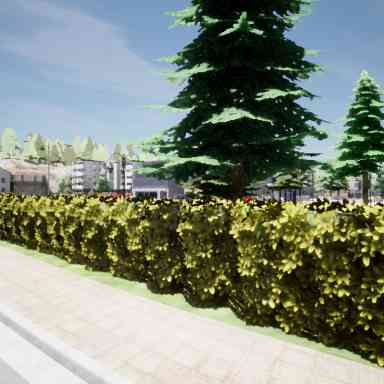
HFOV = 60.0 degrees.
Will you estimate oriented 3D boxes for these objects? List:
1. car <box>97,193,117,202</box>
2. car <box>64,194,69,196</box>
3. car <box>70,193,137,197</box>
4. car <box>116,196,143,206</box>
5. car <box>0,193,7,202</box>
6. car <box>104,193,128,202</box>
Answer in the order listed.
[{"bbox_3d":[-18.236,1.077,71.388,1.905,1.878,3.866,0,0,44],"label":"car"},{"bbox_3d":[-27.350,1.154,80.367,2.152,1.636,5.027,0,0,44],"label":"car"},{"bbox_3d":[-8.071,1.221,31.035,2.150,2.045,5.566,0,0,44],"label":"car"},{"bbox_3d":[-10.065,1.384,53.309,1.970,1.475,3.806,0,0,44],"label":"car"},{"bbox_3d":[-41.786,1.097,70.187,1.932,1.855,4.605,0,0,44],"label":"car"},{"bbox_3d":[-15.876,1.097,69.643,1.932,1.855,4.605,0,0,44],"label":"car"}]
